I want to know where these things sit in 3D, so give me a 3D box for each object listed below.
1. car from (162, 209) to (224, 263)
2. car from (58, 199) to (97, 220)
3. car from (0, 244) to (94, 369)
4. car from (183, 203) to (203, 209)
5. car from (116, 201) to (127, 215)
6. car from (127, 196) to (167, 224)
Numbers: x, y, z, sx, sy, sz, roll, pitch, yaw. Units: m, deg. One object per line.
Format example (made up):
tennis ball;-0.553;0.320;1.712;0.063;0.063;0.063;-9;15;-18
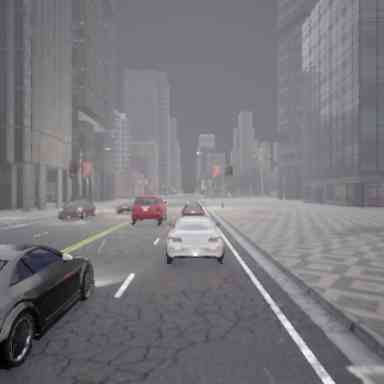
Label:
car;0.095;1.561;11.992;1.812;1.442;4.674;0;0;0
car;-9.849;1.415;28.826;2.097;1.767;4.553;0;0;0
car;-3.152;1.581;5.737;1.994;1.385;4.181;0;0;0
car;0.089;1.628;29.677;1.994;1.385;4.181;0;0;0
car;-6.579;1.615;35.100;2.033;1.411;5.357;0;0;0
car;-3.160;1.282;25.222;2.150;2.045;5.566;0;0;0
